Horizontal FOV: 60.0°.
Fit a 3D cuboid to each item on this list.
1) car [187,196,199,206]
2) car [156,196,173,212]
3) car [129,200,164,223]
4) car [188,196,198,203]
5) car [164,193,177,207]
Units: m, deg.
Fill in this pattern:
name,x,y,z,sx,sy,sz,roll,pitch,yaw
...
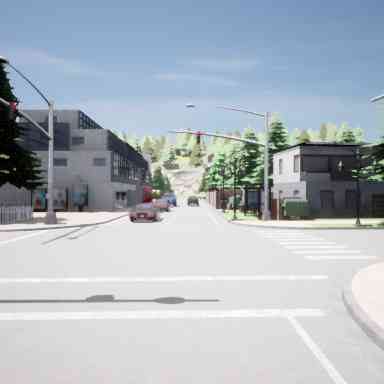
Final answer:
name,x,y,z,sx,sy,sz,roll,pitch,yaw
car,0.176,1.499,56.104,1.837,1.490,4.892,0,-2,0
car,-3.537,1.526,38.184,1.812,1.442,4.674,0,1,1
car,-3.564,1.564,25.712,1.994,1.385,4.181,0,0,0
car,0.188,1.547,70.039,2.033,1.411,5.357,0,0,0
car,-3.520,1.223,51.799,2.150,2.045,5.566,0,0,0
